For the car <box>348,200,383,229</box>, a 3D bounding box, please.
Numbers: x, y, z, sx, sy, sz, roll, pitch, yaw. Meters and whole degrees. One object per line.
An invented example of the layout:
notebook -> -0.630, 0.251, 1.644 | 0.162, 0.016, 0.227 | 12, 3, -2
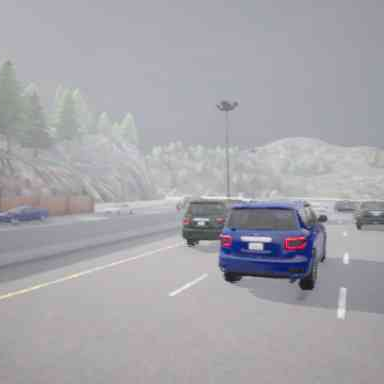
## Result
car -> 11.488, 1.321, 21.271 | 2.097, 1.767, 4.553 | -1, -1, 22

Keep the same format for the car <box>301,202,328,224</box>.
car -> 9.773, 1.578, 26.503 | 1.812, 1.442, 4.674 | -1, -1, 21

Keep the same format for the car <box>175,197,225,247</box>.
car -> 1.472, 1.337, 15.566 | 2.150, 2.045, 5.566 | -1, -1, 24

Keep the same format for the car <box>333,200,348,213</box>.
car -> 17.304, 1.572, 37.885 | 1.994, 1.385, 4.181 | -1, -1, 17

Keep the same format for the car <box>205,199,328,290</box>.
car -> 2.542, 1.261, 9.579 | 2.150, 2.045, 5.566 | -1, -1, 26

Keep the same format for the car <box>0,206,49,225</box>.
car -> -15.314, 2.058, 30.122 | 1.882, 1.535, 5.008 | -1, -1, 22

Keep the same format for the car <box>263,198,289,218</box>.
car -> 8.363, 1.491, 32.898 | 2.097, 1.767, 4.553 | -1, -1, 19

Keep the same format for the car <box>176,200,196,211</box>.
car -> -0.881, 2.015, 50.814 | 1.812, 1.442, 4.674 | -1, -1, 14

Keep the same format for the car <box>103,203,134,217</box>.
car -> -8.419, 2.046, 38.410 | 1.812, 1.442, 4.674 | -1, -1, 19

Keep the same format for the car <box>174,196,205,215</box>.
car -> -0.211, 1.602, 40.894 | 2.150, 2.045, 5.566 | -1, 0, 18
